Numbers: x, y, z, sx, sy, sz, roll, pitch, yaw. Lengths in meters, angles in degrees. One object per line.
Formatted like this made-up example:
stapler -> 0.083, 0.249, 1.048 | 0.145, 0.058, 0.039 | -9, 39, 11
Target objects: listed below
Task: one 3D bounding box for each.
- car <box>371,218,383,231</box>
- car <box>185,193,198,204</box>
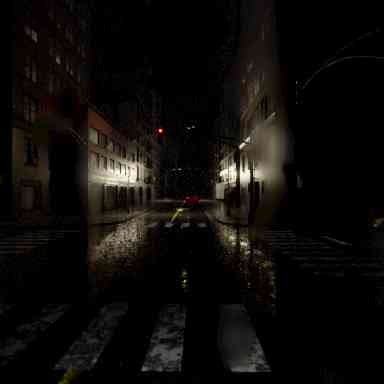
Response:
car -> 12.380, 1.514, 18.047 | 4.829, 1.417, 1.752 | 0, 0, 0
car -> -0.045, 1.184, 60.453 | 2.150, 2.045, 5.566 | 0, 0, 0
